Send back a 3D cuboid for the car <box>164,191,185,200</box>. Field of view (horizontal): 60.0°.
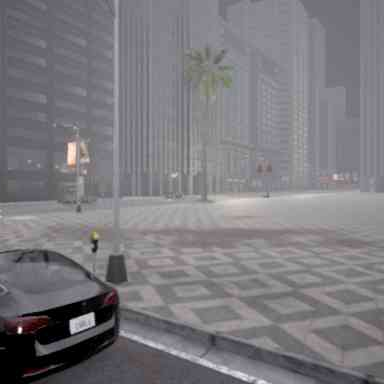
[{"bbox_3d":[-3.193,0.634,62.213,1.837,1.490,4.892,0,1,36],"label":"car"}]

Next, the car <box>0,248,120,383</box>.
[{"bbox_3d":[-2.965,1.550,5.077,4.313,1.339,1.947,0,0,35],"label":"car"}]

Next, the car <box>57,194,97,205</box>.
[{"bbox_3d":[-15.493,0.984,45.204,2.033,1.411,5.357,0,1,36],"label":"car"}]
